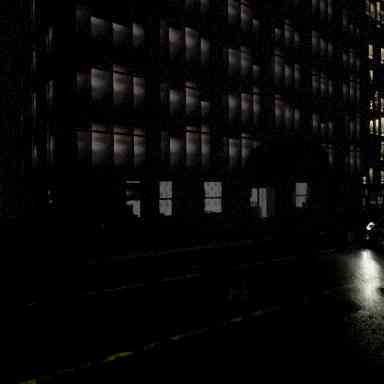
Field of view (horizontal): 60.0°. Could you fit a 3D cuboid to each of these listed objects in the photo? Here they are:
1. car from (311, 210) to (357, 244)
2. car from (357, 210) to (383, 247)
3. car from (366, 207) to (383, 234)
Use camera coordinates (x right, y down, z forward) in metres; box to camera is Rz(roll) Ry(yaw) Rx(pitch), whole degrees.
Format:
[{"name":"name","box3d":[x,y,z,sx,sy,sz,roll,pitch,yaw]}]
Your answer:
[{"name":"car","box3d":[7.474,1.542,15.764,4.507,1.381,1.887,0,-1,-35]},{"name":"car","box3d":[9.140,1.349,13.762,4.553,1.767,2.097,0,0,-35]},{"name":"car","box3d":[12.101,1.547,19.065,4.403,1.369,2.008,0,-1,-35]}]
